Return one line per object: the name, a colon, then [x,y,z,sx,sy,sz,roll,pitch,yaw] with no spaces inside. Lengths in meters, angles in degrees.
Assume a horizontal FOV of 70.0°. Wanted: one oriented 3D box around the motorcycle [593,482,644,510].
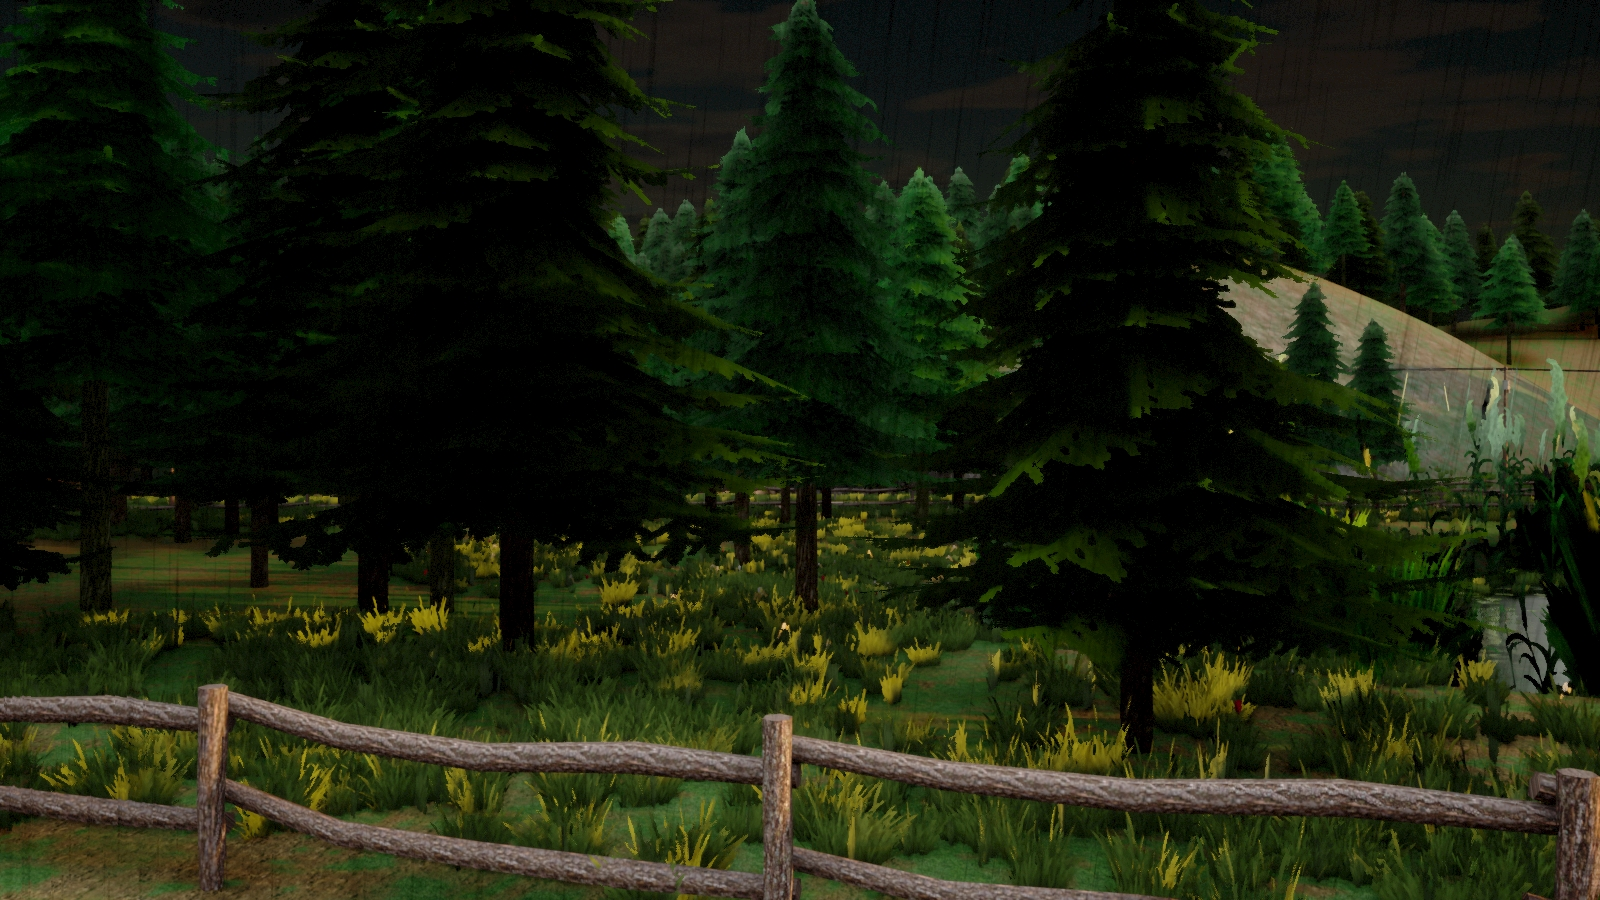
motorcycle: [-8.608,2.178,54.112,2.209,1.251,0.867,0,0,14]
